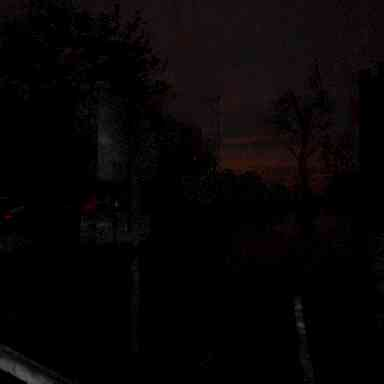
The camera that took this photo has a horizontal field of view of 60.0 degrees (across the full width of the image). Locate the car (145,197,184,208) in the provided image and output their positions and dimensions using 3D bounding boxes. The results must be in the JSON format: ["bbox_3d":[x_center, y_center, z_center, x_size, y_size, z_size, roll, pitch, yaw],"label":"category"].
[{"bbox_3d":[-3.857,1.508,46.737,4.892,1.521,2.231,-1,-1,14],"label":"car"}]

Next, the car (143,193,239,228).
[{"bbox_3d":[-0.006,1.243,22.174,5.566,2.045,2.435,1,0,14],"label":"car"}]

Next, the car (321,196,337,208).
[{"bbox_3d":[18.208,1.533,49.106,4.792,1.488,2.163,1,1,14],"label":"car"}]

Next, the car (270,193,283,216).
[{"bbox_3d":[4.923,1.246,29.516,5.566,2.045,2.435,1,1,14],"label":"car"}]

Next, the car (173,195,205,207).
[{"bbox_3d":[-0.432,1.382,51.724,4.553,1.767,2.185,-1,0,14],"label":"car"}]

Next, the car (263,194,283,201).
[{"bbox_3d":[19.930,1.386,81.736,4.553,1.767,2.185,-1,0,14],"label":"car"}]

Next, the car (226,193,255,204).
[{"bbox_3d":[9.689,1.259,66.750,5.566,2.045,2.435,-1,0,14],"label":"car"}]

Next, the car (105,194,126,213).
[{"bbox_3d":[-10.669,1.252,36.726,5.566,2.045,2.435,-1,0,14],"label":"car"}]

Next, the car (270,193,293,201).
[{"bbox_3d":[23.265,1.262,86.747,5.566,2.045,2.435,-1,0,14],"label":"car"}]

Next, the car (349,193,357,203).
[{"bbox_3d":[28.209,1.507,63.801,4.892,1.521,2.231,1,1,14],"label":"car"}]

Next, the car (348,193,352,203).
[{"bbox_3d":[24.884,1.505,58.909,5.008,1.535,2.097,1,1,14],"label":"car"}]

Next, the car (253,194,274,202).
[{"bbox_3d":[16.479,1.386,76.748,4.553,1.767,2.185,-1,-1,14],"label":"car"}]

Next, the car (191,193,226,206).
[{"bbox_3d":[2.903,1.258,56.742,5.566,2.045,2.435,-1,0,14],"label":"car"}]

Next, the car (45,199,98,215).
[{"bbox_3d":[-12.363,1.531,34.220,4.792,1.488,2.163,-1,0,14],"label":"car"}]

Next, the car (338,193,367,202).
[{"bbox_3d":[36.542,1.256,76.039,5.566,2.045,2.435,1,0,14],"label":"car"}]

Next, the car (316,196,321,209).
[{"bbox_3d":[13.284,1.377,41.751,4.553,1.767,2.185,1,1,14],"label":"car"}]

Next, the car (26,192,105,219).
[{"bbox_3d":[-10.119,1.232,27.013,2.150,2.045,5.566,0,0,33],"label":"car"}]

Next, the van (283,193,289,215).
[{"bbox_3d":[6.725,1.275,31.940,4.442,1.987,1.878,1,0,14],"label":"van"}]

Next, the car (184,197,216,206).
[{"bbox_3d":[1.269,1.538,54.224,4.792,1.488,2.163,-1,-1,14],"label":"car"}]

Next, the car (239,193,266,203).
[{"bbox_3d":[13.141,1.259,71.739,5.566,2.045,2.435,-1,-1,14],"label":"car"}]

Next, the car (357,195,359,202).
[{"bbox_3d":[29.686,1.500,66.283,5.366,1.575,1.946,1,1,14],"label":"car"}]

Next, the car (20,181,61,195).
[{"bbox_3d":[-17.628,-0.465,39.000,2.128,1.511,4.902,0,4,35],"label":"car"}]

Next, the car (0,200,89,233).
[{"bbox_3d":[-8.772,1.484,19.444,1.882,1.535,5.008,-1,0,29],"label":"car"}]

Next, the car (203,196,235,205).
[{"bbox_3d":[4.813,1.504,59.193,5.366,1.575,1.946,-1,-1,14],"label":"car"}]

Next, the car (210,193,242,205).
[{"bbox_3d":[6.356,1.258,61.726,5.566,2.045,2.435,-1,-1,14],"label":"car"}]

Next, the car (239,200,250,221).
[{"bbox_3d":[1.598,1.525,24.611,4.792,1.488,2.163,1,1,14],"label":"car"}]

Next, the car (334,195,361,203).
[{"bbox_3d":[33.193,1.507,71.140,4.892,1.521,2.231,1,1,14],"label":"car"}]

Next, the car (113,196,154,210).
[{"bbox_3d":[-7.277,1.380,41.745,4.553,1.767,2.185,-1,-1,14],"label":"car"}]

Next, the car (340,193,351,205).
[{"bbox_3d":[23.401,1.504,56.415,5.366,1.575,1.946,1,0,14],"label":"car"}]

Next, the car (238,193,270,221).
[{"bbox_3d":[3.260,1.245,27.068,5.566,2.045,2.435,1,1,14],"label":"car"}]

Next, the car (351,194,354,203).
[{"bbox_3d":[26.572,1.535,61.348,4.792,1.488,2.163,1,0,14],"label":"car"}]

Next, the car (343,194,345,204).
[{"bbox_3d":[21.557,1.504,54.000,5.008,1.535,2.097,1,0,14],"label":"car"}]

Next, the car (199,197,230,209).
[{"bbox_3d":[3.158,1.512,46.486,2.128,1.511,4.902,0,0,34],"label":"car"}]

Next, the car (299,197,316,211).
[{"bbox_3d":[11.588,1.503,39.307,4.892,1.521,2.231,1,0,14],"label":"car"}]

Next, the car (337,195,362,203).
[{"bbox_3d":[34.849,1.546,73.591,4.674,1.452,2.002,1,0,14],"label":"car"}]

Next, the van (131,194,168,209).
[{"bbox_3d":[-5.665,1.282,44.257,4.442,1.987,1.878,-1,0,14],"label":"van"}]

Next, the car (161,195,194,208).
[{"bbox_3d":[-2.125,1.382,49.212,4.553,1.767,2.185,-1,0,14],"label":"car"}]

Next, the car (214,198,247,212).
[{"bbox_3d":[4.657,1.521,39.597,1.837,1.490,4.892,0,0,34],"label":"car"}]

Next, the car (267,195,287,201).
[{"bbox_3d":[21.593,1.513,84.250,4.892,1.521,2.231,-1,-1,14],"label":"car"}]

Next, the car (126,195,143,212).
[{"bbox_3d":[-8.917,1.252,39.235,5.566,2.045,2.435,-1,-1,14],"label":"car"}]

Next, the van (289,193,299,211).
[{"bbox_3d":[8.387,1.276,34.388,4.442,1.987,1.878,1,0,14],"label":"van"}]

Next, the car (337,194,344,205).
[{"bbox_3d":[20.079,1.503,51.519,5.366,1.575,1.946,1,0,14],"label":"car"}]
